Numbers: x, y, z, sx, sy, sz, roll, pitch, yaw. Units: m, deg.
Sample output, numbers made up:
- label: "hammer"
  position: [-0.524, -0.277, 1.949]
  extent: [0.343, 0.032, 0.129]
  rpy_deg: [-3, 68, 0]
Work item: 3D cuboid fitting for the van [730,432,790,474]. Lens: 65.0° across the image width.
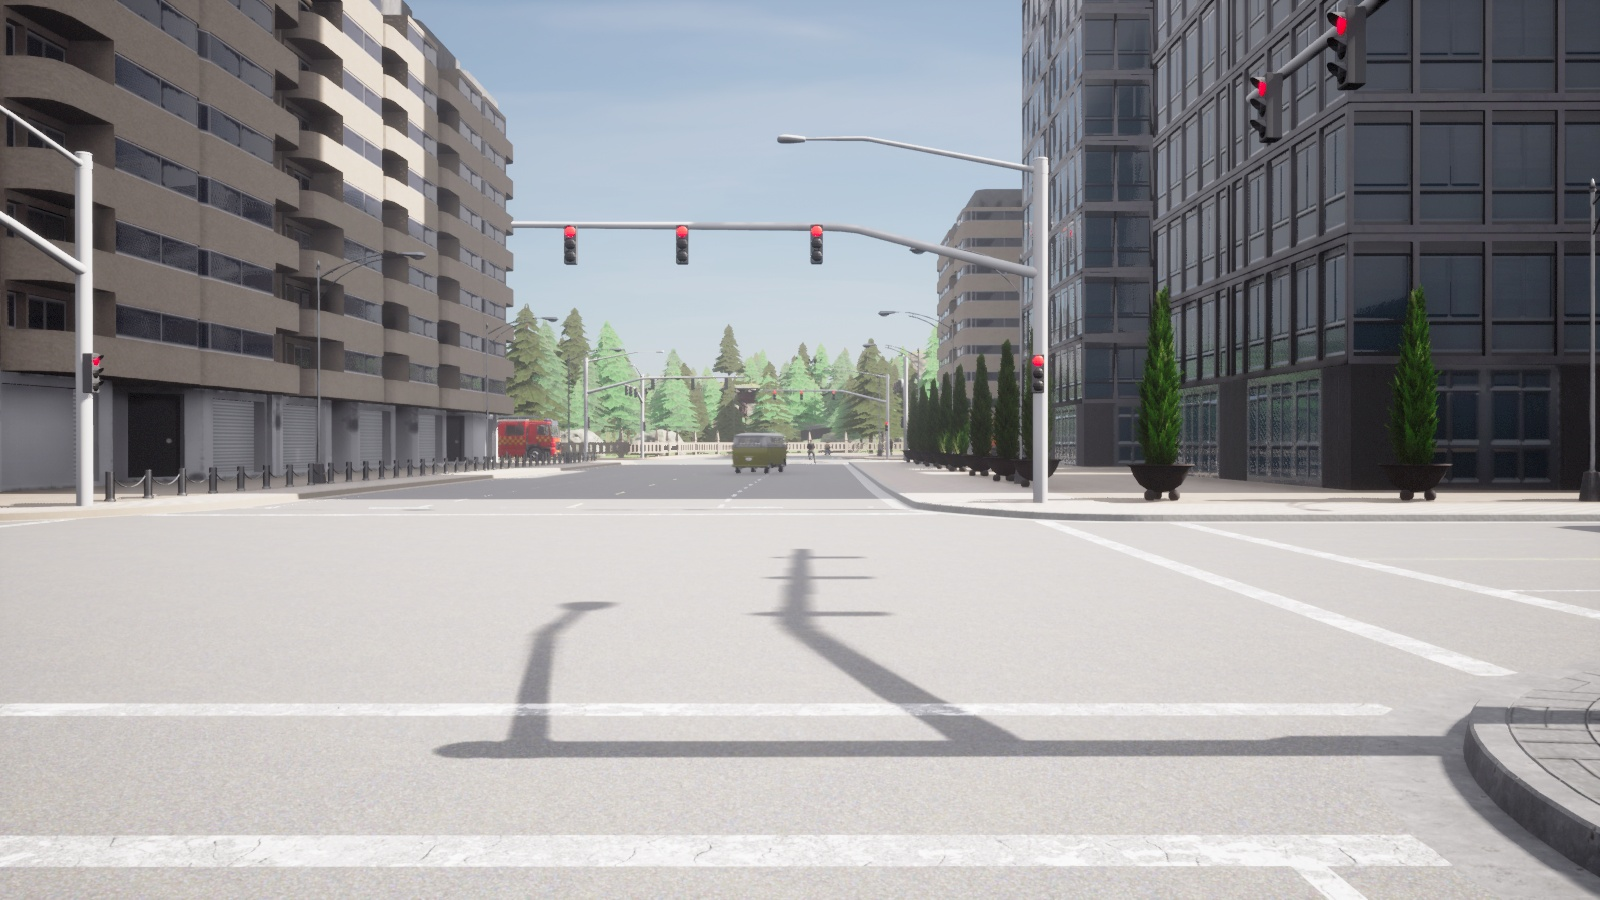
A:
- label: "van"
  position: [-1.901, 0.149, 61.824]
  extent: [1.775, 1.987, 4.442]
  rpy_deg: [0, 0, 15]
